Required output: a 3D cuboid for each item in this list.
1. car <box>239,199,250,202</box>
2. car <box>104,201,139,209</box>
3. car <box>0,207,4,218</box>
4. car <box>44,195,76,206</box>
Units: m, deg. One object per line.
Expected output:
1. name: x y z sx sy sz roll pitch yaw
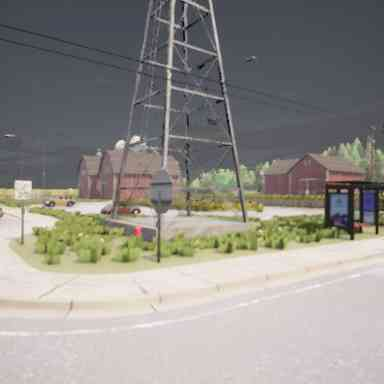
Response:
1. car: 8.348 1.928 56.362 1.994 1.385 4.181 1 0 -36
2. car: -7.210 1.648 34.099 3.905 1.438 1.784 1 0 -36
3. car: -16.889 1.514 25.541 4.193 1.474 1.816 1 0 -36
4. car: -20.624 1.433 52.138 4.605 1.855 1.932 1 0 -36
